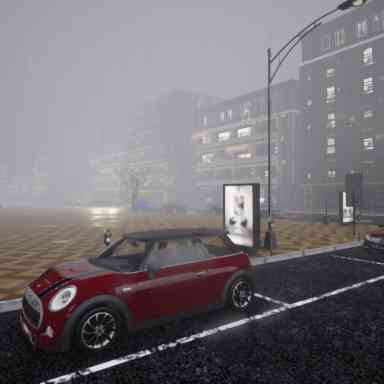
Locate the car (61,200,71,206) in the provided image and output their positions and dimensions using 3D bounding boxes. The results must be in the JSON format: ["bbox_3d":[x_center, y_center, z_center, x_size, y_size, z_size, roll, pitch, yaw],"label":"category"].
[{"bbox_3d":[-32.524,2.861,86.218,1.887,1.381,4.507,-2,0,-36],"label":"car"}]

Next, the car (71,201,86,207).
[{"bbox_3d":[-25.915,2.703,77.252,2.008,1.369,4.403,-2,0,-36],"label":"car"}]

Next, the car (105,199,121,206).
[{"bbox_3d":[-19.172,2.528,82.223,1.967,1.590,4.097,-2,0,-36],"label":"car"}]

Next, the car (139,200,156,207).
[{"bbox_3d":[-9.256,2.424,68.775,1.802,1.307,4.206,-2,0,-36],"label":"car"}]

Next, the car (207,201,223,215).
[{"bbox_3d":[3.720,1.968,36.828,2.008,1.369,4.403,-2,0,-36],"label":"car"}]

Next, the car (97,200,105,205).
[{"bbox_3d":[-22.473,2.736,86.706,1.947,1.339,4.313,-2,0,-36],"label":"car"}]

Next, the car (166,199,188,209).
[{"bbox_3d":[-2.647,2.118,59.812,1.967,1.590,4.097,-2,0,-36],"label":"car"}]

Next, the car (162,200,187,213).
[{"bbox_3d":[-2.431,2.114,45.250,1.887,1.381,4.507,-2,0,-36],"label":"car"}]

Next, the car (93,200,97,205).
[{"bbox_3d":[-25.778,2.797,91.189,1.887,1.381,4.507,-2,0,-36],"label":"car"}]

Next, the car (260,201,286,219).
[{"bbox_3d":[7.025,1.887,32.345,2.008,1.369,4.403,-2,0,-36],"label":"car"}]

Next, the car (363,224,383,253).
[{"bbox_3d":[8.138,1.581,12.508,4.206,1.307,1.802,0,0,-36],"label":"car"}]

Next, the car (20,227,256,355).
[{"bbox_3d":[-0.809,1.440,6.013,4.097,1.590,1.967,0,0,-36],"label":"car"}]

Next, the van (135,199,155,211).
[{"bbox_3d":[-7.411,2.034,52.093,1.690,1.788,3.998,-2,0,-36],"label":"van"}]

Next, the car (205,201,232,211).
[{"bbox_3d":[4.025,2.096,50.891,1.802,1.307,4.206,-2,0,-36],"label":"car"}]
